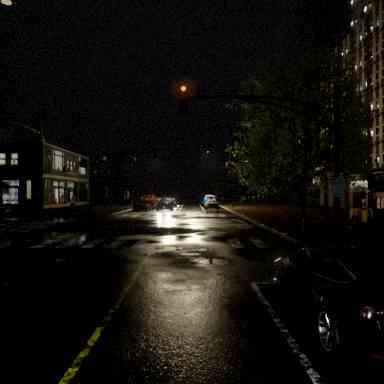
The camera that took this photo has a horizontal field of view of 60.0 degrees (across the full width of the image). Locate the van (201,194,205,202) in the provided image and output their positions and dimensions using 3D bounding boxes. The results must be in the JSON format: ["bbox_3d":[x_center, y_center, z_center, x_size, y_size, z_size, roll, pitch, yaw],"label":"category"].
[{"bbox_3d":[2.624,1.351,49.377,1.690,1.788,3.998,0,0,0],"label":"van"}]

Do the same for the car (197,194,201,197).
[{"bbox_3d":[2.591,1.582,71.580,1.947,1.339,4.313,0,0,0],"label":"car"}]

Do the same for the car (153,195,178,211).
[{"bbox_3d":[-3.150,1.499,40.038,2.128,1.511,4.902,0,0,0],"label":"car"}]

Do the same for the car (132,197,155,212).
[{"bbox_3d":[-5.741,1.589,38.260,1.802,1.307,4.206,0,0,0],"label":"car"}]

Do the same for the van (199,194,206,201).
[{"bbox_3d":[2.576,1.360,82.683,1.690,1.788,3.998,0,0,0],"label":"van"}]

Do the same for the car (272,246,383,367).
[{"bbox_3d":[2.686,1.567,5.796,1.947,1.339,4.313,0,0,0],"label":"car"}]

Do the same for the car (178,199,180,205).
[{"bbox_3d":[-3.172,1.574,49.168,1.994,1.385,4.181,0,0,-1],"label":"car"}]

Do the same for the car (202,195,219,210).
[{"bbox_3d":[2.631,1.534,43.995,1.752,1.417,4.829,0,0,0],"label":"car"}]

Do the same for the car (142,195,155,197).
[{"bbox_3d":[-5.748,1.324,43.811,2.192,1.841,5.009,0,0,0],"label":"car"}]

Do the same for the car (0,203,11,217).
[{"bbox_3d":[-17.307,1.375,27.246,4.507,1.381,1.887,1,-1,-1],"label":"car"}]

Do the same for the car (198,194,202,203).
[{"bbox_3d":[2.606,1.564,60.479,2.008,1.369,4.403,0,0,0],"label":"car"}]

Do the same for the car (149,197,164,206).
[{"bbox_3d":[-5.765,1.562,54.913,2.008,1.369,4.403,0,0,0],"label":"car"}]

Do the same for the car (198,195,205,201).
[{"bbox_3d":[2.567,1.546,88.403,1.752,1.417,4.829,0,0,0],"label":"car"}]

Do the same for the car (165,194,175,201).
[{"bbox_3d":[-5.813,1.335,88.219,2.192,1.841,5.009,0,0,0],"label":"car"}]

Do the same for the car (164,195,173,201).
[{"bbox_3d":[-5.806,1.570,82.668,2.008,1.369,4.403,0,0,0],"label":"car"}]
